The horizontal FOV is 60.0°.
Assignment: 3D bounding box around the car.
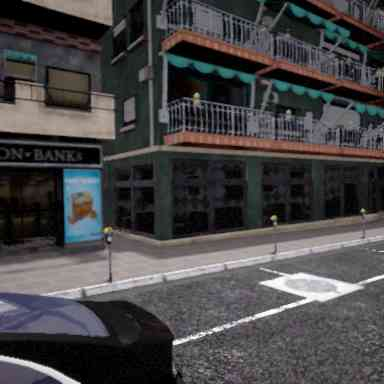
[{"bbox_3d":[-2.302,1.498,1.738,4.902,1.511,2.128,0,0,-35],"label":"car"}]
